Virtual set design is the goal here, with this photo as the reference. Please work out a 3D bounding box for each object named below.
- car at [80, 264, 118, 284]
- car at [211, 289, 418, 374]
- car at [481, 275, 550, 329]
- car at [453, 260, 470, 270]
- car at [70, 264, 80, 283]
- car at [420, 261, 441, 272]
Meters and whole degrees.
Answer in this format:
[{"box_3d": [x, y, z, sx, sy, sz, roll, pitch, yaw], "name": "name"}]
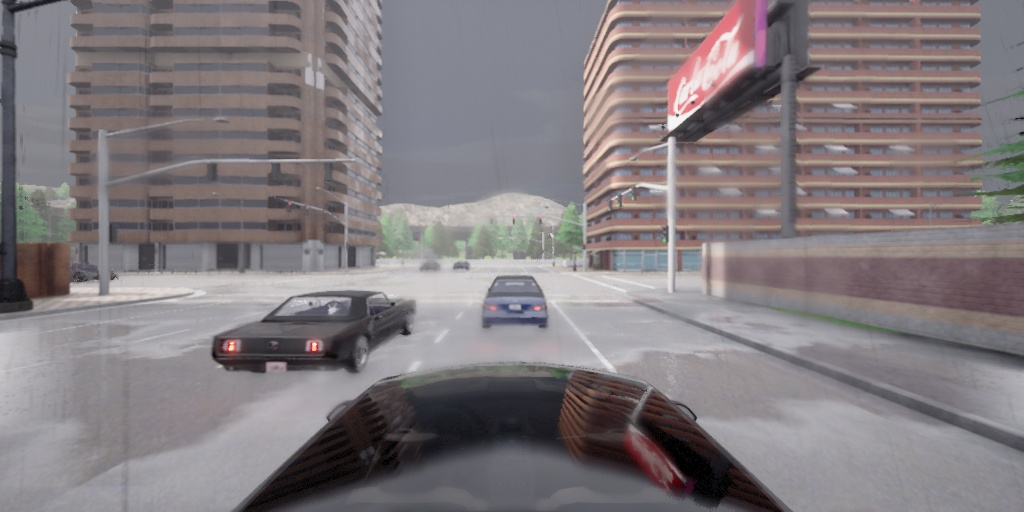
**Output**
[{"box_3d": [-32.273, 1.295, 26.773, 4.181, 1.385, 1.994, 0, 0, 0], "name": "car"}, {"box_3d": [-3.439, 1.347, 7.489, 1.895, 1.301, 4.718, 0, 0, 0], "name": "car"}, {"box_3d": [0.084, 1.290, 11.205, 2.033, 1.411, 5.357, 0, 0, 0], "name": "car"}, {"box_3d": [-7.034, 1.279, 50.438, 1.994, 1.385, 4.181, 0, 0, 1], "name": "car"}, {"box_3d": [-31.674, 1.260, 23.291, 4.674, 1.442, 1.812, 0, 0, -1], "name": "car"}, {"box_3d": [-10.555, 1.281, 46.626, 1.994, 1.385, 4.181, 0, 0, 1], "name": "car"}]
